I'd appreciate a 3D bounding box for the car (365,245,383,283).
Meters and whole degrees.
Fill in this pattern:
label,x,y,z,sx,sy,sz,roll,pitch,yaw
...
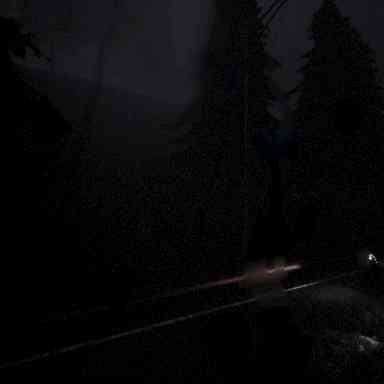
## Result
label,x,y,z,sx,sy,sz,roll,pitch,yaw
car,6.305,1.523,8.504,4.674,1.442,1.812,0,0,-36
